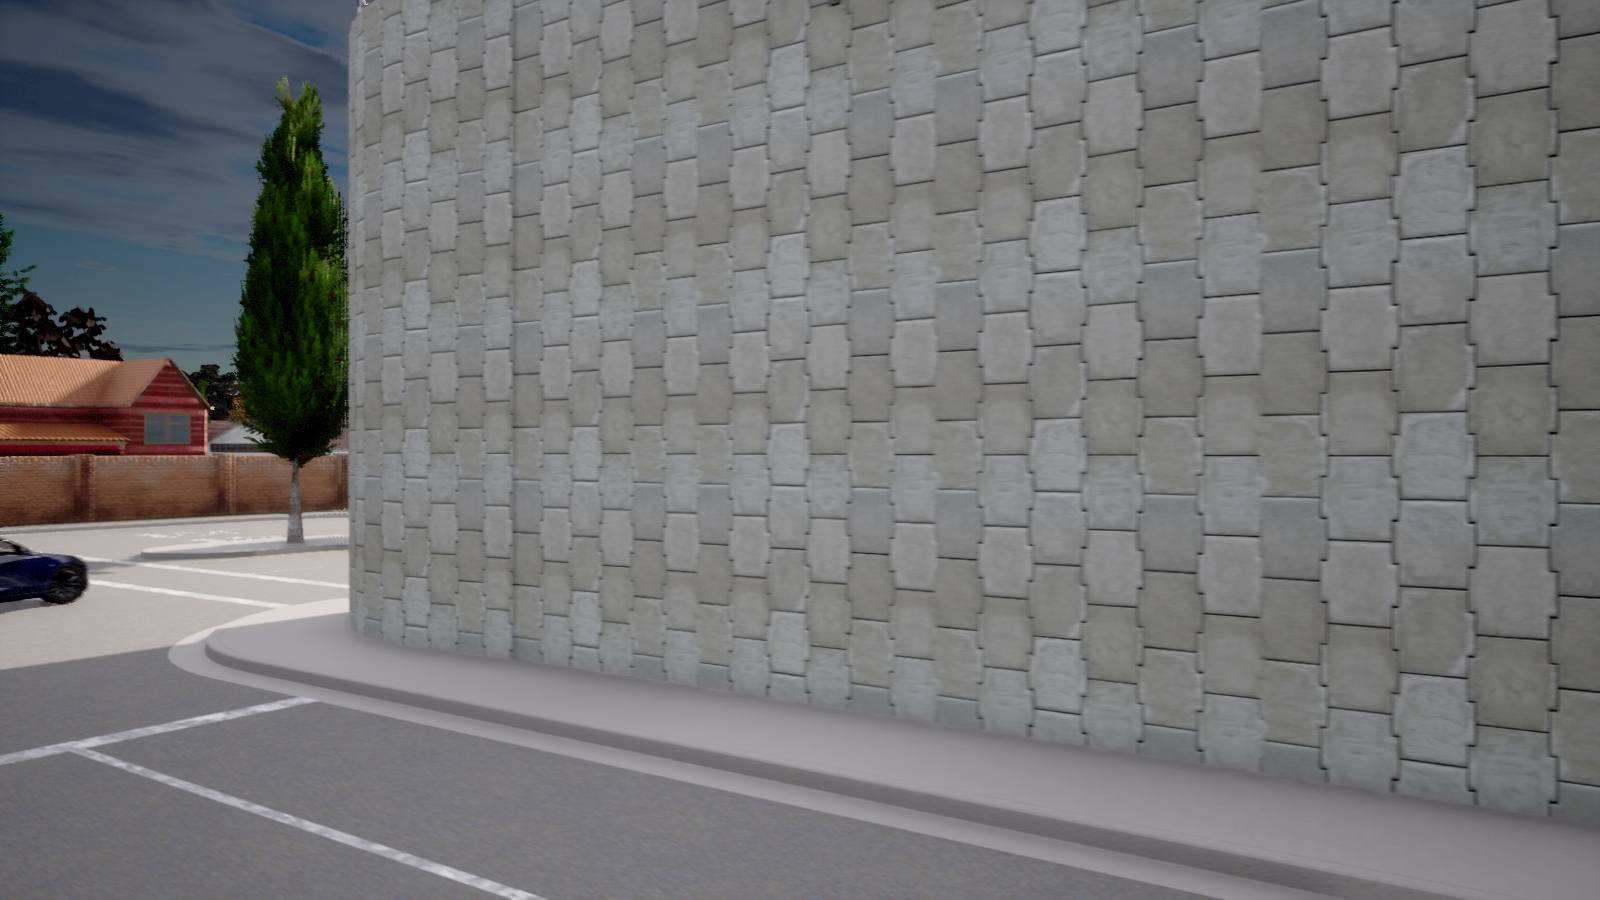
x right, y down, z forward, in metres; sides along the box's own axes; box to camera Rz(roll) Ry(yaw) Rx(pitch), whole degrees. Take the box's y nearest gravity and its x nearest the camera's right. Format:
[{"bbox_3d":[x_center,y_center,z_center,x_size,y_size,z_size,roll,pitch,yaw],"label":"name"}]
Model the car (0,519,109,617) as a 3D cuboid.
[{"bbox_3d":[-14.477,2.060,19.259,2.163,1.488,4.792,0,0,11],"label":"car"}]
